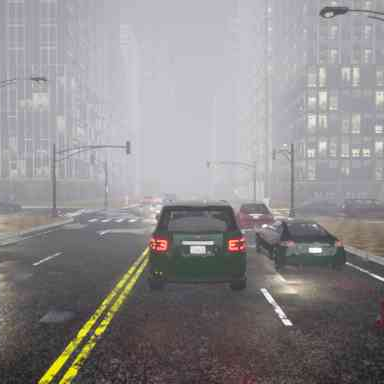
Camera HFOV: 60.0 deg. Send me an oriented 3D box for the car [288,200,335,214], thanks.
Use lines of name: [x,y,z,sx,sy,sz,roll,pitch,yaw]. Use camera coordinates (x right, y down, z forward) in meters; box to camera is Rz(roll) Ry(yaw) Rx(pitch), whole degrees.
car: [13.339,1.631,36.179,5.357,1.411,2.033,1,1,0]

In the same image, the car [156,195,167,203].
car: [-6.359,1.417,69.187,1.882,1.535,5.008,0,0,0]

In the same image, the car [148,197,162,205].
car: [-6.452,1.554,58.933,1.895,1.301,4.718,0,0,0]

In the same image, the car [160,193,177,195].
car: [-3.258,1.183,51.726,2.150,2.045,5.566,0,0,-1]

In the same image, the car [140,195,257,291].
car: [0.120,1.217,9.170,2.150,2.045,5.566,0,0,0]

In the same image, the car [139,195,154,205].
car: [-6.521,1.315,49.943,2.097,1.767,4.553,0,0,1]

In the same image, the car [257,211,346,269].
car: [3.373,1.558,11.097,1.994,1.385,4.181,0,0,0]

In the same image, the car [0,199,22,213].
car: [-19.572,1.404,33.638,4.181,1.385,1.994,1,1,1]

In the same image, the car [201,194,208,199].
car: [3.438,1.215,91.619,1.882,1.535,5.008,0,0,0]

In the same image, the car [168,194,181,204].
car: [-3.188,1.302,61.537,2.097,1.767,4.553,0,0,0]

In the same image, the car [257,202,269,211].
car: [3.390,1.341,19.711,2.097,1.767,4.553,0,0,0]

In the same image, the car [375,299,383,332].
car: [3.355,1.600,2.272,1.895,1.301,4.718,0,0,0]

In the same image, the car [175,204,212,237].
car: [0.135,1.515,18.852,1.812,1.442,4.674,0,0,2]

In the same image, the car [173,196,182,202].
car: [-3.105,1.532,71.590,1.895,1.301,4.718,0,0,0]

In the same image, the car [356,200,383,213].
car: [21.888,1.641,38.661,4.829,1.417,1.752,1,0,1]

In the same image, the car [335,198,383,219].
car: [16.263,1.517,30.386,5.009,1.841,2.192,1,0,1]

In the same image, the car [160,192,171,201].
car: [-6.338,1.150,79.757,2.150,2.045,5.566,0,0,0]
